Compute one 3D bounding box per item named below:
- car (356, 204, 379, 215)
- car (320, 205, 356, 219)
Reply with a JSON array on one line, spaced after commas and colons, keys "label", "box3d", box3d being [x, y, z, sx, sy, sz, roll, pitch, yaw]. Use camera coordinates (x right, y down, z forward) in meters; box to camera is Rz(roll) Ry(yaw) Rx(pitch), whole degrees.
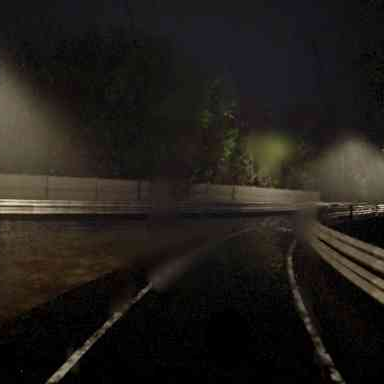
[{"label": "car", "box3d": [22.494, 2.230, 42.644, 1.895, 1.301, 4.718, 2, 0, 42]}, {"label": "car", "box3d": [14.576, 2.003, 33.537, 1.895, 1.301, 4.718, 2, 0, 41]}]
